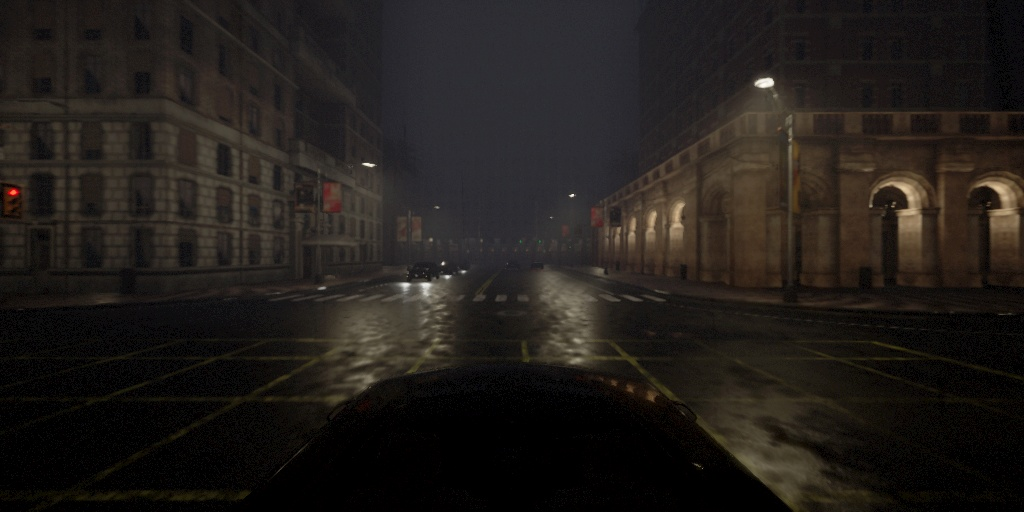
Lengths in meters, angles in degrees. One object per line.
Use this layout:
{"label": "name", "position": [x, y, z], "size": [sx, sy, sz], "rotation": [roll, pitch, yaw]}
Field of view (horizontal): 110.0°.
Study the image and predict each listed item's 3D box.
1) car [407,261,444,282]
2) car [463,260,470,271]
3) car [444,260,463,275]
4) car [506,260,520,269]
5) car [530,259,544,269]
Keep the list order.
{"label": "car", "position": [-7.097, 1.226, 29.120], "size": [1.837, 1.490, 4.892], "rotation": [0, 0, 0]}
{"label": "car", "position": [-6.874, 1.247, 49.634], "size": [2.033, 1.411, 5.357], "rotation": [0, 0, 1]}
{"label": "car", "position": [-7.014, 1.258, 38.977], "size": [2.033, 1.411, 5.357], "rotation": [0, 0, 1]}
{"label": "car", "position": [0.171, 1.260, 53.391], "size": [1.994, 1.385, 4.181], "rotation": [0, 0, 1]}
{"label": "car", "position": [3.669, 1.189, 53.197], "size": [2.128, 1.511, 4.902], "rotation": [0, 0, 1]}
